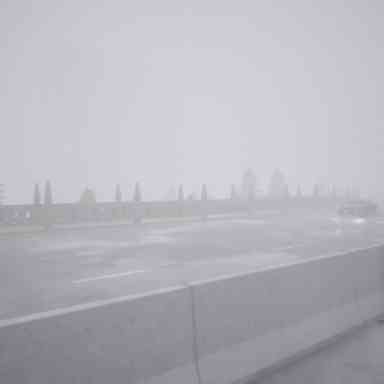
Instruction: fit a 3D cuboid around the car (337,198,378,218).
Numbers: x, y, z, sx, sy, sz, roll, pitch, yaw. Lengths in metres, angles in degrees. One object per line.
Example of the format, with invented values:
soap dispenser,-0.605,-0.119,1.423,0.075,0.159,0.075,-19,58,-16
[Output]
car,13.866,1.283,27.694,4.892,1.490,1.837,-1,1,-43
